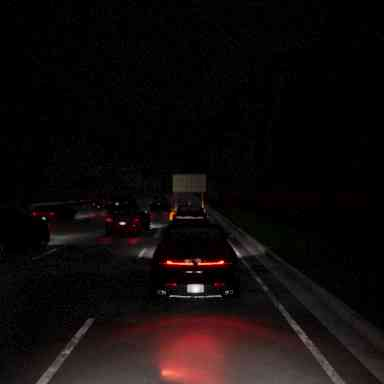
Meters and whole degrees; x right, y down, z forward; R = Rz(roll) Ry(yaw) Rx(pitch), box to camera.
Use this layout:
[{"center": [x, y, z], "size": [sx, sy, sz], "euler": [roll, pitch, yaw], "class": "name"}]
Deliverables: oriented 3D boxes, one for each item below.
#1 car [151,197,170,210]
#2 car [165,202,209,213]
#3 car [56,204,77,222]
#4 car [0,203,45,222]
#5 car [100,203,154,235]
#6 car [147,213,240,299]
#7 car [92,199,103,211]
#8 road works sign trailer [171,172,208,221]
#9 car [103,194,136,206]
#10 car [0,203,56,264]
[{"center": [-3.739, 1.356, 40.266], "size": [2.097, 1.767, 4.553], "euler": [0, 0, 2], "class": "car"}, {"center": [-0.066, 1.488, 18.851], "size": [2.128, 1.511, 4.902], "euler": [0, 0, 1], "class": "car"}, {"center": [-10.602, 1.600, 25.945], "size": [1.895, 1.301, 4.718], "euler": [0, 0, -1], "class": "car"}, {"center": [-14.115, 1.601, 27.561], "size": [1.895, 1.301, 4.718], "euler": [0, 0, 0], "class": "car"}, {"center": [-3.539, 1.564, 18.839], "size": [1.994, 1.385, 4.181], "euler": [0, 0, -1], "class": "car"}, {"center": [0.047, 1.505, 8.463], "size": [1.837, 1.490, 4.892], "euler": [0, 0, 0], "class": "car"}, {"center": [-10.731, 1.525, 40.350], "size": [1.812, 1.442, 4.674], "euler": [0, 0, -1], "class": "car"}, {"center": [-0.187, 0.464, 22.721], "size": [2.380, 3.560, 2.880], "euler": [0, 0, -3], "class": "road works sign trailer"}, {"center": [-7.178, 1.222, 34.422], "size": [2.150, 2.045, 5.566], "euler": [0, 0, -1], "class": "car"}, {"center": [-6.982, 1.350, 12.013], "size": [2.097, 1.767, 4.553], "euler": [0, 0, -1], "class": "car"}]
